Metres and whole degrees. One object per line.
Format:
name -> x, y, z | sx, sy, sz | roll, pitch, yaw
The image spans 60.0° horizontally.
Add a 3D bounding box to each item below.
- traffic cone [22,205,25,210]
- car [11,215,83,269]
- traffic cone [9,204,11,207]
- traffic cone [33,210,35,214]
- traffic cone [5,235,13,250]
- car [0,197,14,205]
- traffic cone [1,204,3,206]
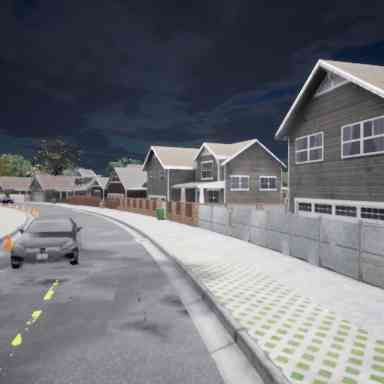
traffic cone -> -22.215, 2.063, 43.848 | 0.340, 0.580, 0.340 | 0, 0, -35
car -> -4.816, 1.555, 11.543 | 1.812, 1.442, 4.674 | 0, 0, -16
traffic cone -> -28.240, 2.019, 51.531 | 0.340, 0.580, 0.340 | 0, 1, -41
traffic cone -> -14.586, 2.079, 31.353 | 0.340, 0.580, 0.340 | 0, 0, -27
traffic cone -> -7.269, 1.998, 13.269 | 0.340, 0.580, 0.340 | 0, 0, -17
car -> -33.865, 1.609, 60.175 | 4.718, 1.301, 1.895 | 0, 1, 43
traffic cone -> -31.516, 1.998, 55.153 | 0.340, 0.580, 0.340 | -1, 1, -43
